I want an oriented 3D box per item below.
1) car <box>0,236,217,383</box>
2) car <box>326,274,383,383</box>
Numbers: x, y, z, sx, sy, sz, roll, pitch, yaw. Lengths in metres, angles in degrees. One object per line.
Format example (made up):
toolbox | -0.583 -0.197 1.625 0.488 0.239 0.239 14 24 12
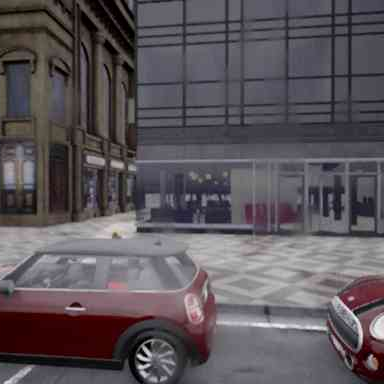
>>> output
car | -1.741 1.412 4.795 4.097 1.590 1.967 0 0 8
car | 3.849 1.433 4.054 4.097 1.590 1.967 0 0 8
